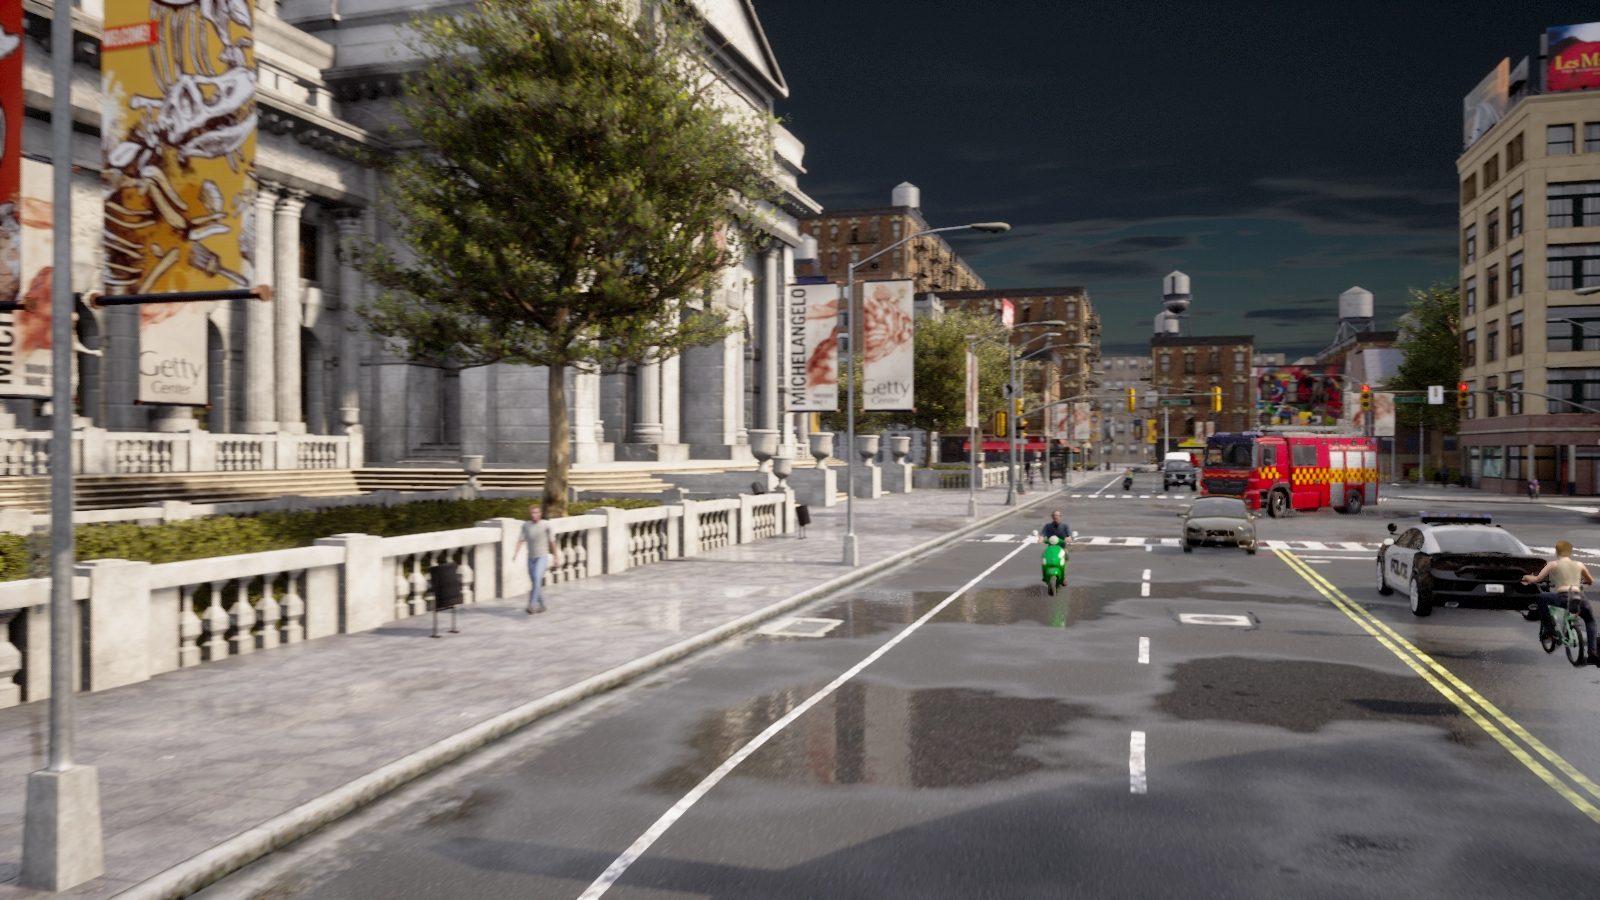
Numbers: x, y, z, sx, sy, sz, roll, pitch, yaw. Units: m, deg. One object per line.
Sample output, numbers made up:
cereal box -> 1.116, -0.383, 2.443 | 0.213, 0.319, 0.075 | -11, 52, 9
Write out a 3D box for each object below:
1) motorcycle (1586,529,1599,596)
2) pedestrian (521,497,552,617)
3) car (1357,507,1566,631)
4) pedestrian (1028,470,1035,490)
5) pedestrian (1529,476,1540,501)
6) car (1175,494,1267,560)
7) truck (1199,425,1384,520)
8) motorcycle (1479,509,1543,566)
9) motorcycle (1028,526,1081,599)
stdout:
motorcycle -> 15.744, 2.193, 21.694 | 0.856, 1.236, 1.805 | 0, 0, 17
pedestrian -> -4.193, 1.695, 18.206 | 0.375, 1.860, 0.375 | 0, 0, 7
car -> 11.620, 1.990, 20.503 | 2.097, 1.638, 5.238 | 0, 0, 17
pedestrian -> 15.237, 1.986, 75.156 | 0.375, 1.300, 0.375 | 0, 0, 2
pedestrian -> 38.545, 2.002, 59.958 | 0.375, 1.300, 0.375 | 0, 0, 17
car -> 11.701, 2.069, 31.947 | 2.231, 1.480, 4.892 | 0, 0, 19
truck -> 21.198, 0.904, 49.128 | 8.468, 3.827, 2.891 | 0, 0, -31
motorcycle -> 17.966, 2.182, 28.944 | 0.764, 1.277, 2.356 | 0, 0, 16
motorcycle -> 5.011, 2.185, 22.434 | 0.856, 1.236, 1.805 | 0, 0, 17
